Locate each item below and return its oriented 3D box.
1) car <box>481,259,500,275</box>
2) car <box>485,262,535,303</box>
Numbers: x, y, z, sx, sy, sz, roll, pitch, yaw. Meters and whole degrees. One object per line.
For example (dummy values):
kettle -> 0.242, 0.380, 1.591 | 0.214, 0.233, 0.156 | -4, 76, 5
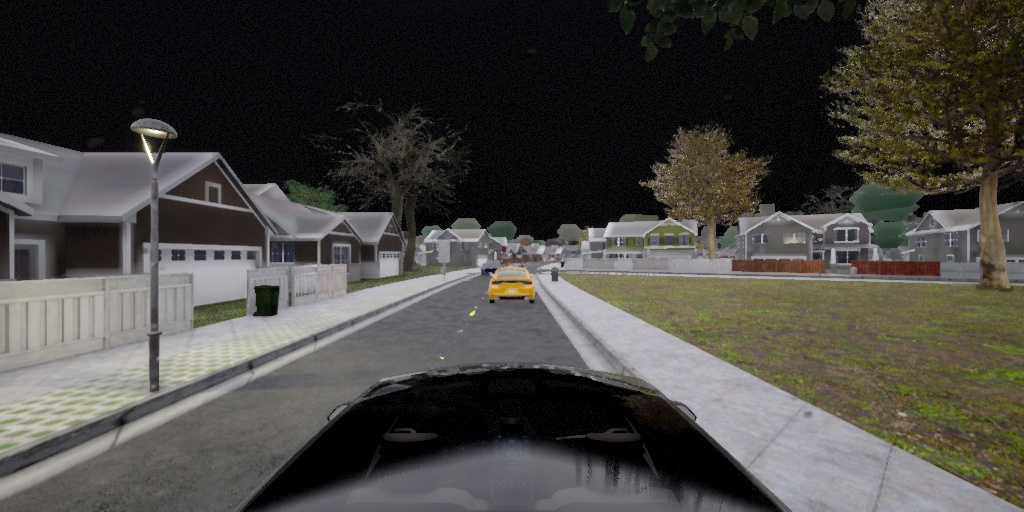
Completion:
car -> -1.993, 1.161, 38.419 | 2.097, 1.767, 4.553 | 0, 0, 4
car -> 0.000, 1.234, 16.508 | 1.882, 1.535, 5.008 | 0, 0, 0
